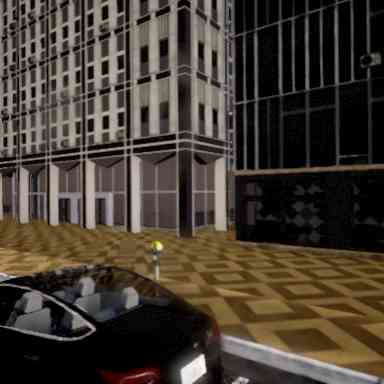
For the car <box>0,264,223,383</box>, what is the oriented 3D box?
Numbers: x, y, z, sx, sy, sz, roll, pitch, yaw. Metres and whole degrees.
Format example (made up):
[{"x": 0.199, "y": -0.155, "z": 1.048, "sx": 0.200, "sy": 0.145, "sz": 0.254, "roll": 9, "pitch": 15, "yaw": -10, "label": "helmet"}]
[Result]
[{"x": -1.678, "y": 1.591, "z": 4.073, "sx": 4.313, "sy": 1.339, "sz": 1.947, "roll": 0, "pitch": 0, "yaw": 35, "label": "car"}]
